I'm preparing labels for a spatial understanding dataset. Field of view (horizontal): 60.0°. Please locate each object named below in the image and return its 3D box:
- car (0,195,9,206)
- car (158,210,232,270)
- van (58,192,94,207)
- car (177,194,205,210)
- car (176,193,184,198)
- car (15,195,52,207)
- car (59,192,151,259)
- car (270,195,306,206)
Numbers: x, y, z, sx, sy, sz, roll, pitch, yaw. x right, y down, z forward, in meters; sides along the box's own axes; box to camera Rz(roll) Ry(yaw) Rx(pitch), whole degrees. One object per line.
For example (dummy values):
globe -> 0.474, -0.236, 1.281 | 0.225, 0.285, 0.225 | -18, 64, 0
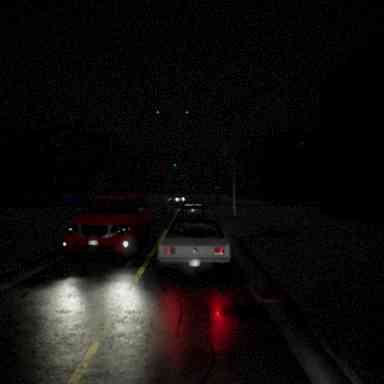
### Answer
car -> -25.708, 1.076, 42.326 | 4.097, 1.590, 1.967 | 0, 1, 0
car -> 0.088, 1.480, 10.577 | 1.895, 1.301, 4.718 | 0, 1, 0
van -> -14.758, 0.945, 42.381 | 3.998, 1.788, 1.690 | 0, 1, 0
car -> 0.084, 1.192, 28.191 | 2.128, 1.511, 4.902 | 0, 0, 0
car -> -2.772, 0.863, 79.318 | 1.895, 1.301, 4.718 | 0, 0, 0
car -> -20.232, 1.060, 42.354 | 4.097, 1.590, 1.967 | 0, 1, 0
car -> -2.851, 1.081, 12.377 | 2.150, 2.045, 5.566 | 0, 1, 0
car -> 12.245, 1.087, 42.521 | 4.403, 1.369, 2.008 | 0, 1, 0
